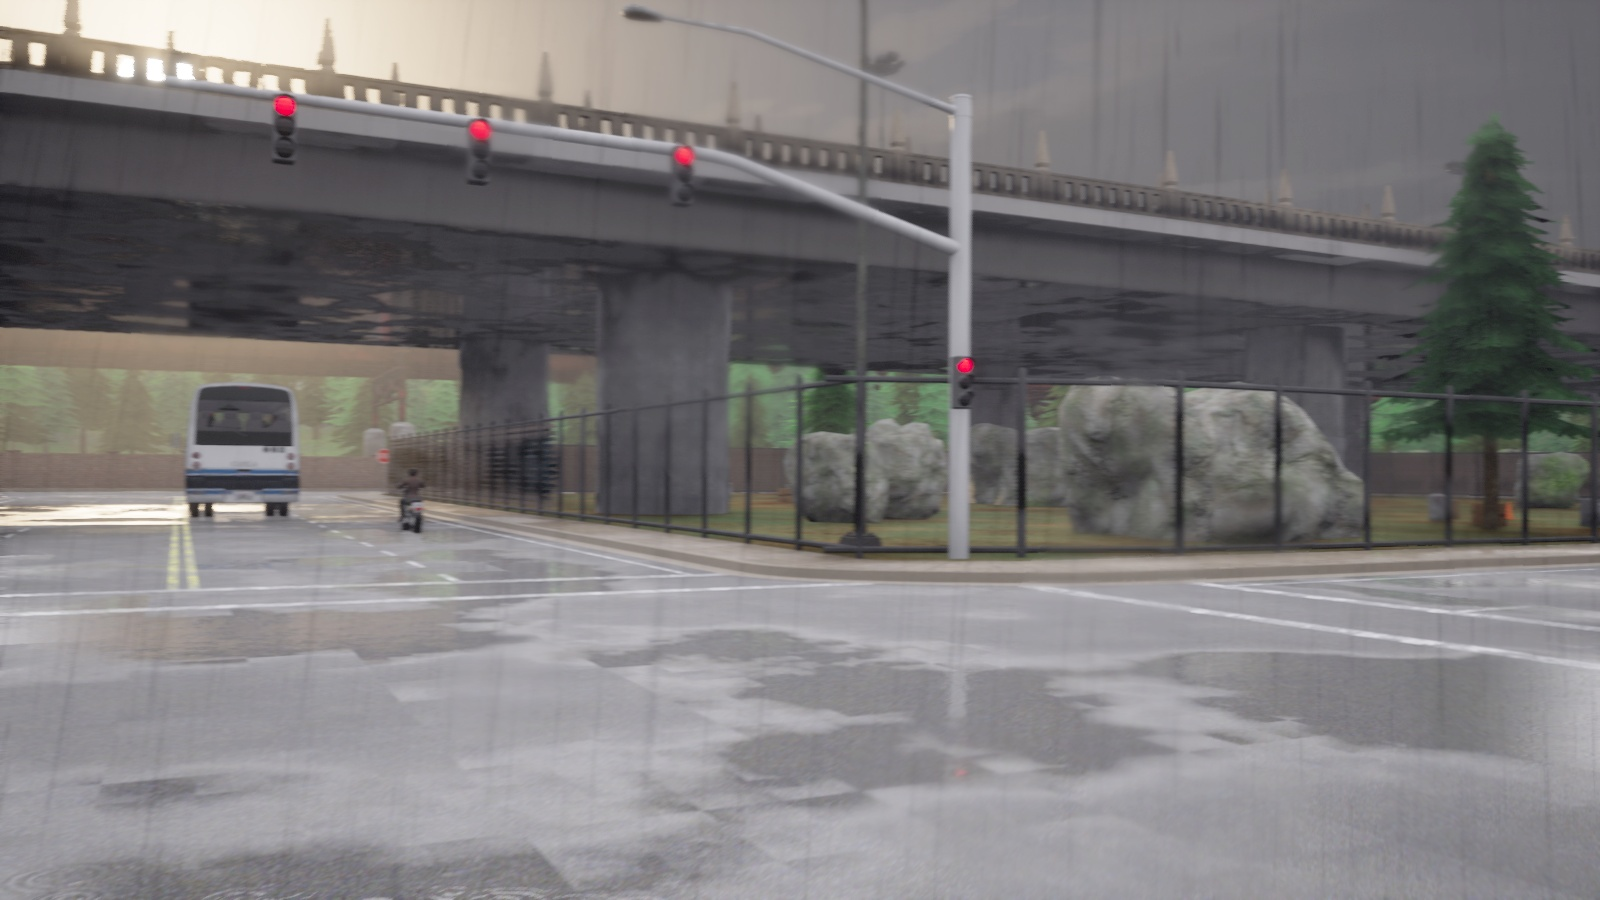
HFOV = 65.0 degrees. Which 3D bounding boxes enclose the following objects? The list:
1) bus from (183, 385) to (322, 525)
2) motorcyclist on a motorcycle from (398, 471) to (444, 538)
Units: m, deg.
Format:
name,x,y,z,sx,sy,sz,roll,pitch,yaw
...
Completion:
name,x,y,z,sx,sy,sz,roll,pitch,yaw
bus,-19.308,0.248,43.849,3.944,4.253,10.273,0,-1,-26
motorcyclist on a motorcycle,-9.732,1.364,32.183,0.766,1.649,2.350,0,-1,-26
